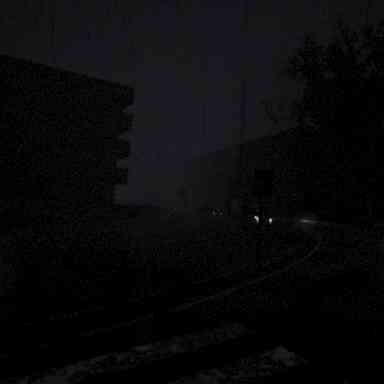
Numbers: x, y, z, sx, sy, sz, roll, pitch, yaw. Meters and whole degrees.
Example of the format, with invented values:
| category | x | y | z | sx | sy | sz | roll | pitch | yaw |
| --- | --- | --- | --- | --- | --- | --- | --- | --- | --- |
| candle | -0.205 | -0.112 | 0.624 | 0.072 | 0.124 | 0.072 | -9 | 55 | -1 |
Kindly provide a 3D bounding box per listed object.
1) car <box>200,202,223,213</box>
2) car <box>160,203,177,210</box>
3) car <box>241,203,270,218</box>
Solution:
| category | x | y | z | sx | sy | sz | roll | pitch | yaw |
| --- | --- | --- | --- | --- | --- | --- | --- | --- | --- |
| car | 2.687 | 2.208 | 46.459 | 2.128 | 1.511 | 4.902 | 5 | -3 | -20 |
| car | -4.766 | 3.235 | 66.220 | 2.150 | 2.045 | 5.566 | 5 | -6 | -21 |
| car | 6.488 | 1.913 | 35.654 | 1.882 | 1.535 | 5.008 | 5 | -2 | -19 |
